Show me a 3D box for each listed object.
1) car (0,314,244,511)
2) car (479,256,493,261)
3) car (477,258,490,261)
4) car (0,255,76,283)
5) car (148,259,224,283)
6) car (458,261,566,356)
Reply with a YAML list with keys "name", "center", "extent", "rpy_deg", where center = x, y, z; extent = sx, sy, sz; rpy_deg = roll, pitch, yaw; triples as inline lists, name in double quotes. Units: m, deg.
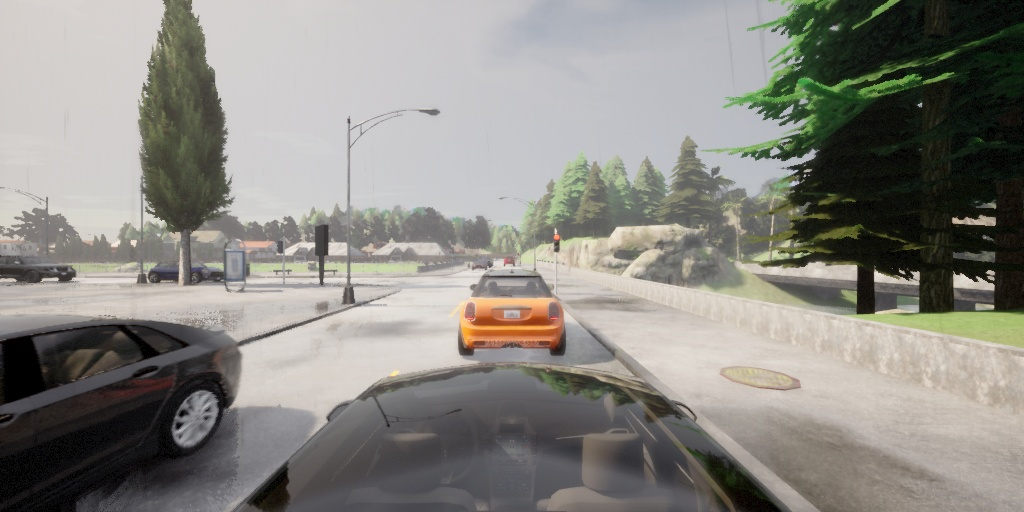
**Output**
- name: "car"
  center: [-4.093, 1.255, 2.246]
  extent: [1.837, 1.490, 4.892]
  rpy_deg: [0, 0, 0]
- name: "car"
  center: [-4.622, 0.971, 60.793]
  extent: [2.150, 2.045, 5.566]
  rpy_deg: [0, 0, 0]
- name: "car"
  center: [-4.549, 1.314, 51.197]
  extent: [1.994, 1.385, 4.181]
  rpy_deg: [0, 0, 0]
- name: "car"
  center: [-36.367, 0.971, 26.857]
  extent: [5.566, 2.045, 2.150]
  rpy_deg: [0, 0, -1]
- name: "car"
  center: [-24.336, 1.102, 26.971]
  extent: [4.553, 1.767, 2.097]
  rpy_deg: [0, 0, -1]
- name: "car"
  center: [-0.003, 1.102, 8.792]
  extent: [2.097, 1.767, 4.553]
  rpy_deg: [0, 0, 0]
